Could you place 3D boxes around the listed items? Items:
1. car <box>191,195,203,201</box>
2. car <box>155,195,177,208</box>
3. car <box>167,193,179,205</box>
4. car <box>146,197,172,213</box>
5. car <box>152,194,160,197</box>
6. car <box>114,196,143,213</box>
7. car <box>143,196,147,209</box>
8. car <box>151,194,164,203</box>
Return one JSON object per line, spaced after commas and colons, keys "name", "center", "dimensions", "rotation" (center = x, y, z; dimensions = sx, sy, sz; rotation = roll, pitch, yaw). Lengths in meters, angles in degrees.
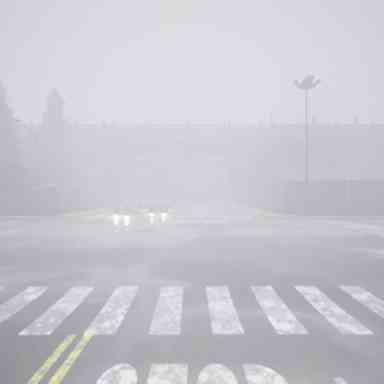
{"name": "car", "center": [1.217, 1.471, 78.028], "dimensions": [1.994, 1.385, 4.181], "rotation": [0, 0, 14]}
{"name": "car", "center": [-3.557, 1.500, 45.729], "dimensions": [2.033, 1.411, 5.357], "rotation": [0, 0, 0]}
{"name": "car", "center": [-3.493, 1.158, 58.555], "dimensions": [2.150, 2.045, 5.566], "rotation": [0, 0, 1]}
{"name": "car", "center": [-3.558, 1.526, 36.494], "dimensions": [1.994, 1.385, 4.181], "rotation": [0, 0, 0]}
{"name": "car", "center": [-6.997, 1.489, 55.508], "dimensions": [2.033, 1.411, 5.357], "rotation": [0, 0, 1]}
{"name": "car", "center": [-7.062, 1.454, 35.972], "dimensions": [2.128, 1.511, 4.902], "rotation": [0, 0, 0]}
{"name": "car", "center": [-7.052, 1.305, 44.936], "dimensions": [2.097, 1.767, 4.553], "rotation": [0, 0, 0]}
{"name": "car", "center": [-6.949, 1.282, 67.144], "dimensions": [2.097, 1.767, 4.553], "rotation": [0, 0, 1]}
